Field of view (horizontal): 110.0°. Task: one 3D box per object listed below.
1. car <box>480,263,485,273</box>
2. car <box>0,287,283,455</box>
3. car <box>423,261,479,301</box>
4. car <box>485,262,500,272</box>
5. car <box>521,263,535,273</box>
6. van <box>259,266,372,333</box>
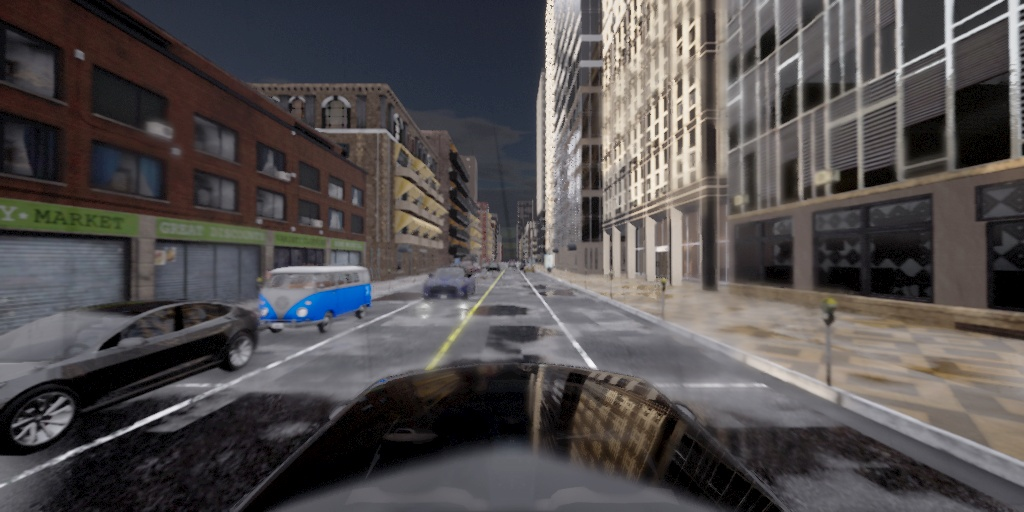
[{"bbox_3d":[-5.680,1.813,55.995,1.967,1.591,4.097,0,0,0],"label":"car"},{"bbox_3d":[-5.691,1.354,5.161,1.948,1.339,4.313,0,0,0],"label":"car"},{"bbox_3d":[-3.097,1.289,18.509,2.097,1.767,4.553,0,-1,0],"label":"car"},{"bbox_3d":[-3.041,1.769,59.743,2.097,1.767,4.553,0,-1,0],"label":"car"},{"bbox_3d":[2.701,1.898,56.163,1.751,1.417,4.829,0,0,0],"label":"car"},{"bbox_3d":[-5.689,1.192,10.810,1.690,1.789,3.998,0,0,0],"label":"van"}]
